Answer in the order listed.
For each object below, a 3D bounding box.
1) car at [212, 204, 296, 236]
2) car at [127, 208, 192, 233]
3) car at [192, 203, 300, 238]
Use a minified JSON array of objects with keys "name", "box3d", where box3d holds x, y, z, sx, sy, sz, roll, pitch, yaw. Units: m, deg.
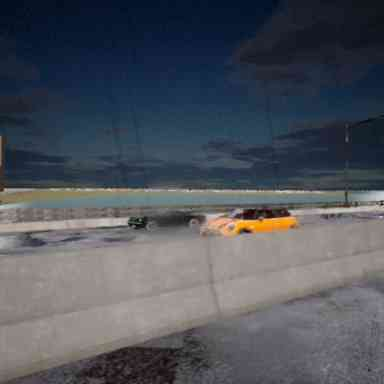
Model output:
[{"name":"car","box3d":[3.745,1.520,19.499,5.008,1.535,1.882,0,0,-35]},{"name":"car","box3d":[-1.479,1.632,20.098,4.718,1.301,1.895,0,0,-35]},{"name":"car","box3d":[2.565,1.383,14.381,4.553,1.767,2.097,0,0,-35]}]
